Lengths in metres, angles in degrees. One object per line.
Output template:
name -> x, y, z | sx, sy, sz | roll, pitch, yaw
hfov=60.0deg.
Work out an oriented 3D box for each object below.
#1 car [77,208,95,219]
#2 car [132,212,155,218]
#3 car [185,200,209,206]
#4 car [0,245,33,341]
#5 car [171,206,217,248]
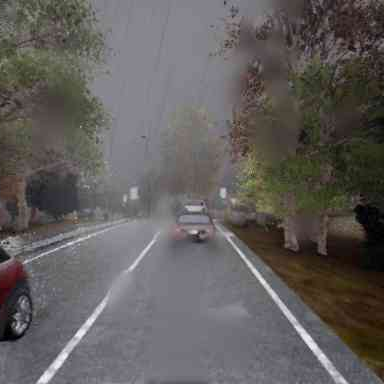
car -> -19.500, 4.023, 61.342 | 2.150, 2.045, 5.566 | 0, -4, -4
car -> -11.195, 5.412, 77.355 | 5.357, 1.411, 2.033 | 2, -5, -29
car -> 0.472, 1.848, 32.673 | 2.150, 2.045, 5.566 | 0, -3, 4
car -> -3.598, 1.337, 3.401 | 2.097, 1.767, 4.553 | 0, 0, 0
car -> 0.097, 1.530, 14.593 | 2.033, 1.411, 5.357 | 0, -1, 1
